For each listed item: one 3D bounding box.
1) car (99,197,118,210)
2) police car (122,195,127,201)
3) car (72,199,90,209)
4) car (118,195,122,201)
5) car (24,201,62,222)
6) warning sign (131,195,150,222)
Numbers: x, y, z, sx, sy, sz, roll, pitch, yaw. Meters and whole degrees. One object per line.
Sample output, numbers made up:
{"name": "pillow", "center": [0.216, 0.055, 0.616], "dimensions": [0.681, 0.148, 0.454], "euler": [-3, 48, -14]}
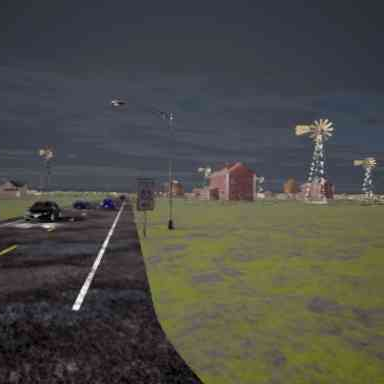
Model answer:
{"name": "car", "center": [-10.910, 1.574, 43.071], "dimensions": [1.812, 1.442, 4.674], "euler": [1, 0, -10]}
{"name": "police car", "center": [-19.289, 1.677, 92.244], "dimensions": [1.930, 1.638, 5.238], "euler": [1, 0, -11]}
{"name": "car", "center": [-14.906, 1.634, 44.858], "dimensions": [1.895, 1.301, 4.718], "euler": [1, 0, -11]}
{"name": "car", "center": [-13.224, 1.576, 55.302], "dimensions": [2.128, 1.511, 4.902], "euler": [1, 0, -11]}
{"name": "car", "center": [-11.342, 1.452, 25.624], "dimensions": [1.837, 1.490, 4.892], "euler": [1, 0, -11]}
{"name": "warning sign", "center": [-3.715, 1.185, 23.832], "dimensions": [1.300, 1.860, 1.060], "euler": [1, 0, -11]}
